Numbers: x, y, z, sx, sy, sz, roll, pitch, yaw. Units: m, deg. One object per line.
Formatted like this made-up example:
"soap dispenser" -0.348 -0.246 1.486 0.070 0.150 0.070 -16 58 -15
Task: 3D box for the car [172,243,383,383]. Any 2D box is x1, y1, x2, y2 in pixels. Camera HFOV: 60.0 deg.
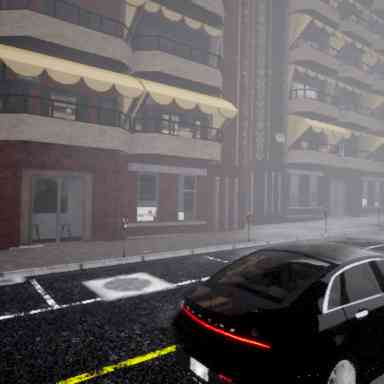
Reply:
"car" 2.041 1.508 4.735 4.892 1.490 1.837 0 0 -35
